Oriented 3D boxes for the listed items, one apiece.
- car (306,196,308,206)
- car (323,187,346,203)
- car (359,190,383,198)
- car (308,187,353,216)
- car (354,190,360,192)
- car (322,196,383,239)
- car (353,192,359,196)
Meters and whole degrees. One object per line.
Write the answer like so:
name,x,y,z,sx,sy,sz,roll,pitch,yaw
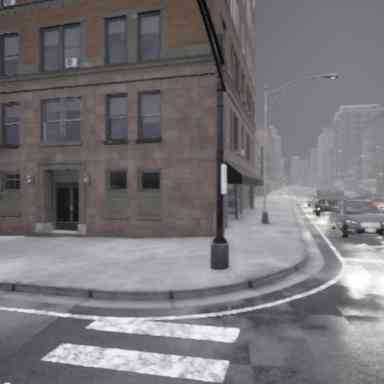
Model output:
car,13.146,0.795,35.144,1.837,1.490,4.892,0,1,16
car,19.650,0.310,46.140,2.150,2.045,5.566,0,1,16
car,12.747,0.893,21.764,2.097,1.767,4.553,0,1,16
car,10.362,0.698,25.249,2.150,2.045,5.566,0,1,16
car,22.809,0.456,44.962,2.097,1.767,4.553,0,1,16
car,7.504,1.156,15.152,2.128,1.511,4.902,0,1,15
car,15.514,0.958,31.596,1.895,1.301,4.718,0,1,16
